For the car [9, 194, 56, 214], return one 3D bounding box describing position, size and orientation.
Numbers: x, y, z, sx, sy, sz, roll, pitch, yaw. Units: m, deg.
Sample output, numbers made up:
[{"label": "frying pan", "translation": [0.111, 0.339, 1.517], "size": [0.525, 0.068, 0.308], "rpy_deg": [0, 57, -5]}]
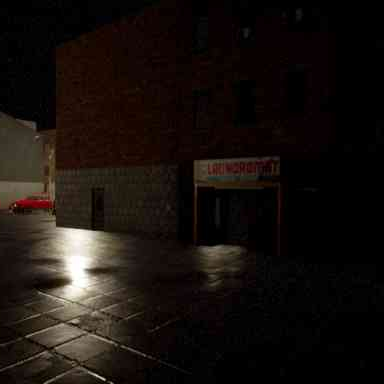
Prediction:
[{"label": "car", "translation": [-16.467, 1.247, 35.657], "size": [2.150, 2.045, 5.566], "rpy_deg": [0, 0, 36]}]
